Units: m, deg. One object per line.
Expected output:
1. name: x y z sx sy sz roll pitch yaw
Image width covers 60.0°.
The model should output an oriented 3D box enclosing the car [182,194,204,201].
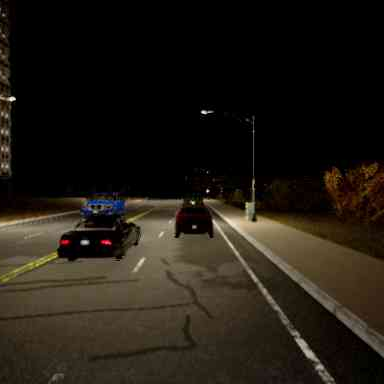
1. car: 0.118 1.189 34.906 2.150 2.045 5.566 0 0 0

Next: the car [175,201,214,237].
1. car: 0.111 1.462 17.945 1.882 1.535 5.008 0 0 0

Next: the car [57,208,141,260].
1. car: -3.142 1.536 12.291 2.033 1.411 5.357 0 0 0

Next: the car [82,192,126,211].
1. car: -6.487 1.009 25.142 2.150 2.045 5.566 0 0 0
